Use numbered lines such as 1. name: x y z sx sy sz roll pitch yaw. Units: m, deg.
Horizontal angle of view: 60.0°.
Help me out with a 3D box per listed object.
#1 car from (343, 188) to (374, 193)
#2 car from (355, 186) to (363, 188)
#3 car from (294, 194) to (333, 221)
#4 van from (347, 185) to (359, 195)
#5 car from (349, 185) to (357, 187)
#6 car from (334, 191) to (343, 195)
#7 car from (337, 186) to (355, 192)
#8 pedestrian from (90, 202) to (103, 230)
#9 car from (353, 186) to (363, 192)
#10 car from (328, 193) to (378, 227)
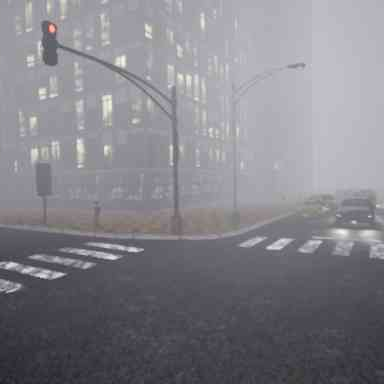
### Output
1. car: 13.941 0.689 27.171 2.128 1.511 4.902 0 1 29
2. car: 18.917 0.436 36.068 1.837 1.490 4.892 0 1 29
3. car: 7.694 0.939 21.270 1.752 1.417 4.829 -1 1 29
4. van: 29.561 -0.432 61.042 1.690 1.788 3.998 -1 1 29
5. car: 24.119 0.067 51.138 1.887 1.381 4.507 -1 1 29
6. car: 10.501 0.827 26.373 1.947 1.339 4.313 -1 1 29
7. car: 18.671 0.363 41.232 1.887 1.381 4.507 -1 1 29
8. pedestrian: -4.012 0.948 14.207 0.375 1.300 0.375 0 2 30
9. car: 40.462 -0.811 80.857 2.008 1.369 4.403 -1 1 29
10. car: 9.131 1.005 18.465 2.033 1.411 5.357 0 1 29
